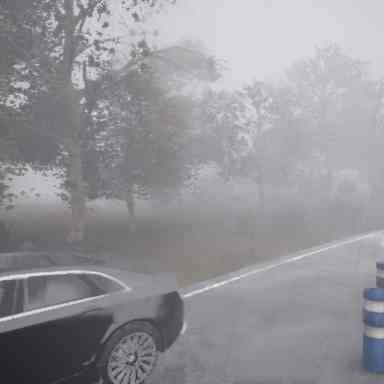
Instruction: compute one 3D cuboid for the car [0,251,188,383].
[{"bbox_3d":[-2.312,1.490,3.576,4.902,1.511,2.128,0,0,-39],"label":"car"}]
